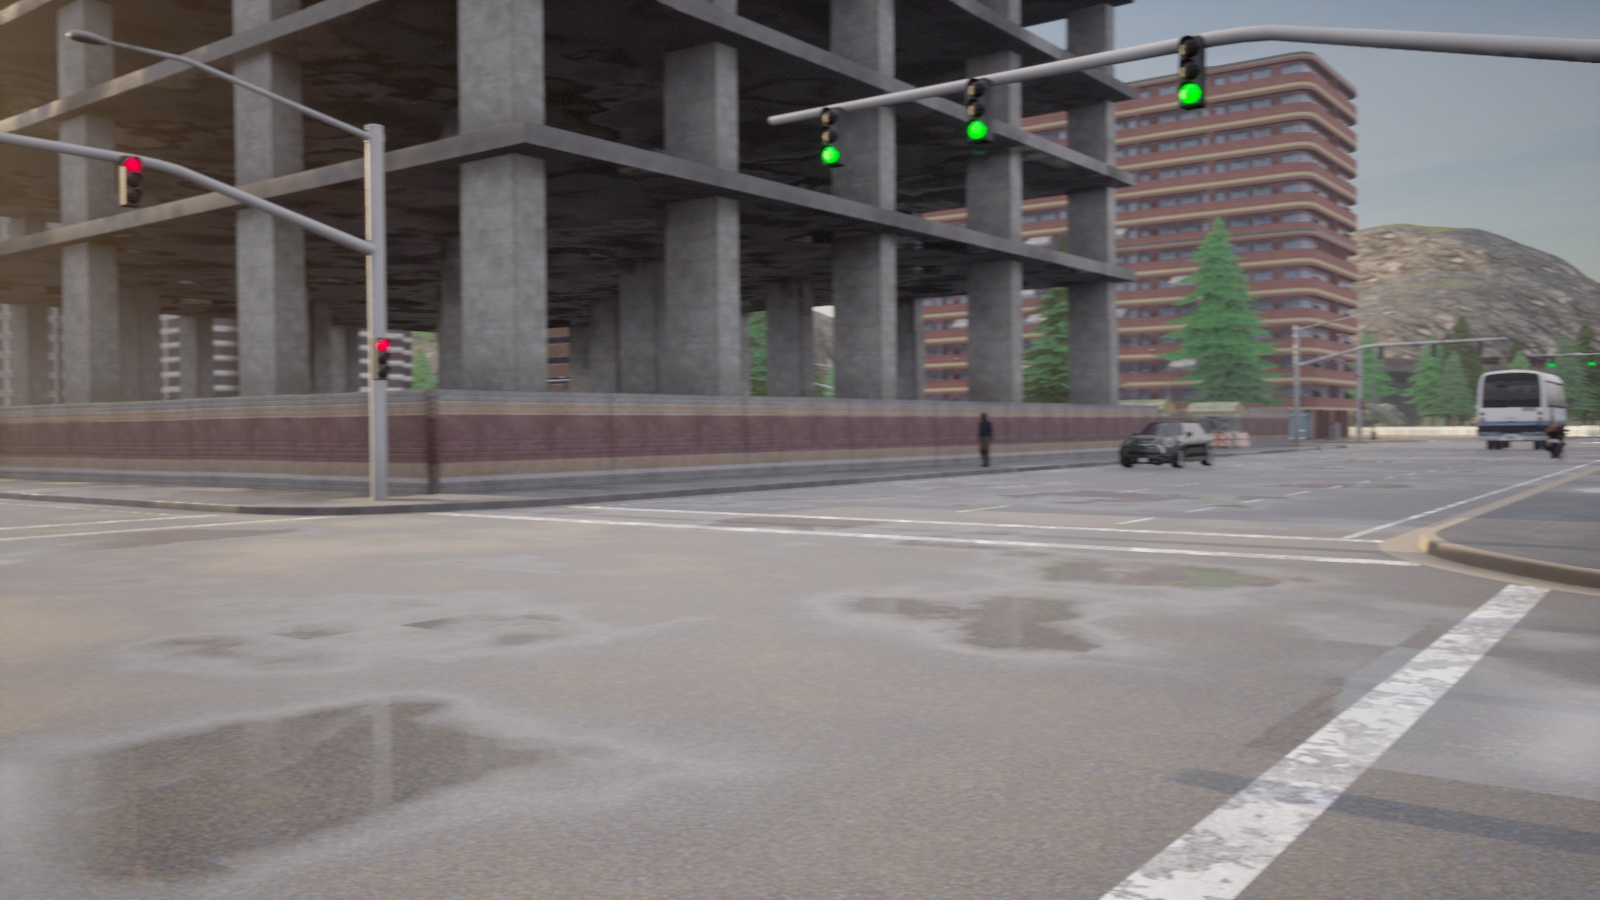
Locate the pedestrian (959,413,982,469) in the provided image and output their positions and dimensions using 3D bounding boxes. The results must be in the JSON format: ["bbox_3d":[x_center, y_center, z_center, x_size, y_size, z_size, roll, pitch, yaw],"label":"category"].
[{"bbox_3d":[5.643,-0.289,41.572,0.370,1.835,0.726,1,1,44],"label":"pedestrian"}]

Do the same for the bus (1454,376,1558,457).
[{"bbox_3d":[40.034,-1.856,70.989,3.944,4.253,10.273,1,1,36],"label":"bus"}]

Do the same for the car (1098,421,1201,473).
[{"bbox_3d":[12.647,-0.155,45.296,2.097,1.767,4.553,1,1,36],"label":"car"}]

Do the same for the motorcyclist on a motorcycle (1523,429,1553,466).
[{"bbox_3d":[30.721,-0.116,52.282,0.866,1.530,2.191,1,1,36],"label":"motorcyclist on a motorcycle"}]
